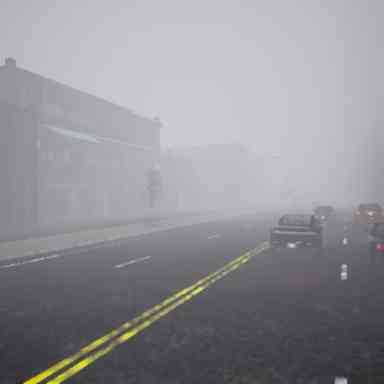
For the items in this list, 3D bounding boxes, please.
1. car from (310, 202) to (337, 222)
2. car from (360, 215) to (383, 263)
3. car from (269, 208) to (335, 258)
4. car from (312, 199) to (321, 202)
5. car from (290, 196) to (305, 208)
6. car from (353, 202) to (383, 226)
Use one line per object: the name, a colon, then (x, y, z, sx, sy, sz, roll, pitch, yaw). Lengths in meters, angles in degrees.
car: (10.909, 1.802, 27.518, 1.812, 1.442, 4.674, 0, 0, 25)
car: (7.275, 1.720, 11.955, 1.895, 1.301, 4.718, 0, -1, 25)
car: (4.436, 1.631, 13.551, 2.128, 1.511, 4.902, 0, -1, 25)
car: (22.890, 2.112, 61.228, 2.128, 1.511, 4.902, 0, -1, 25)
car: (19.928, 1.852, 62.556, 2.150, 2.045, 5.566, 0, -1, 25)
car: (13.651, 1.606, 25.715, 2.097, 1.767, 4.553, 0, -1, 25)
